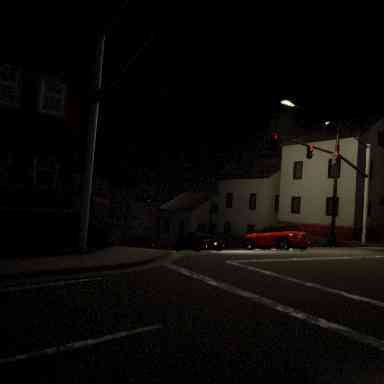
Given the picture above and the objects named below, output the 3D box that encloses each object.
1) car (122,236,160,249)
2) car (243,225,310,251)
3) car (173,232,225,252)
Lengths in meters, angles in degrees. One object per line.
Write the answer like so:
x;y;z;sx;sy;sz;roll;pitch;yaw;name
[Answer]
-4.815;4.812;30.839;1.882;1.535;5.008;6;-15;-35;car
5.573;3.105;22.726;2.097;1.767;4.553;7;-12;-36;car
0.404;3.529;23.630;1.994;1.385;4.181;6;-12;-35;car
